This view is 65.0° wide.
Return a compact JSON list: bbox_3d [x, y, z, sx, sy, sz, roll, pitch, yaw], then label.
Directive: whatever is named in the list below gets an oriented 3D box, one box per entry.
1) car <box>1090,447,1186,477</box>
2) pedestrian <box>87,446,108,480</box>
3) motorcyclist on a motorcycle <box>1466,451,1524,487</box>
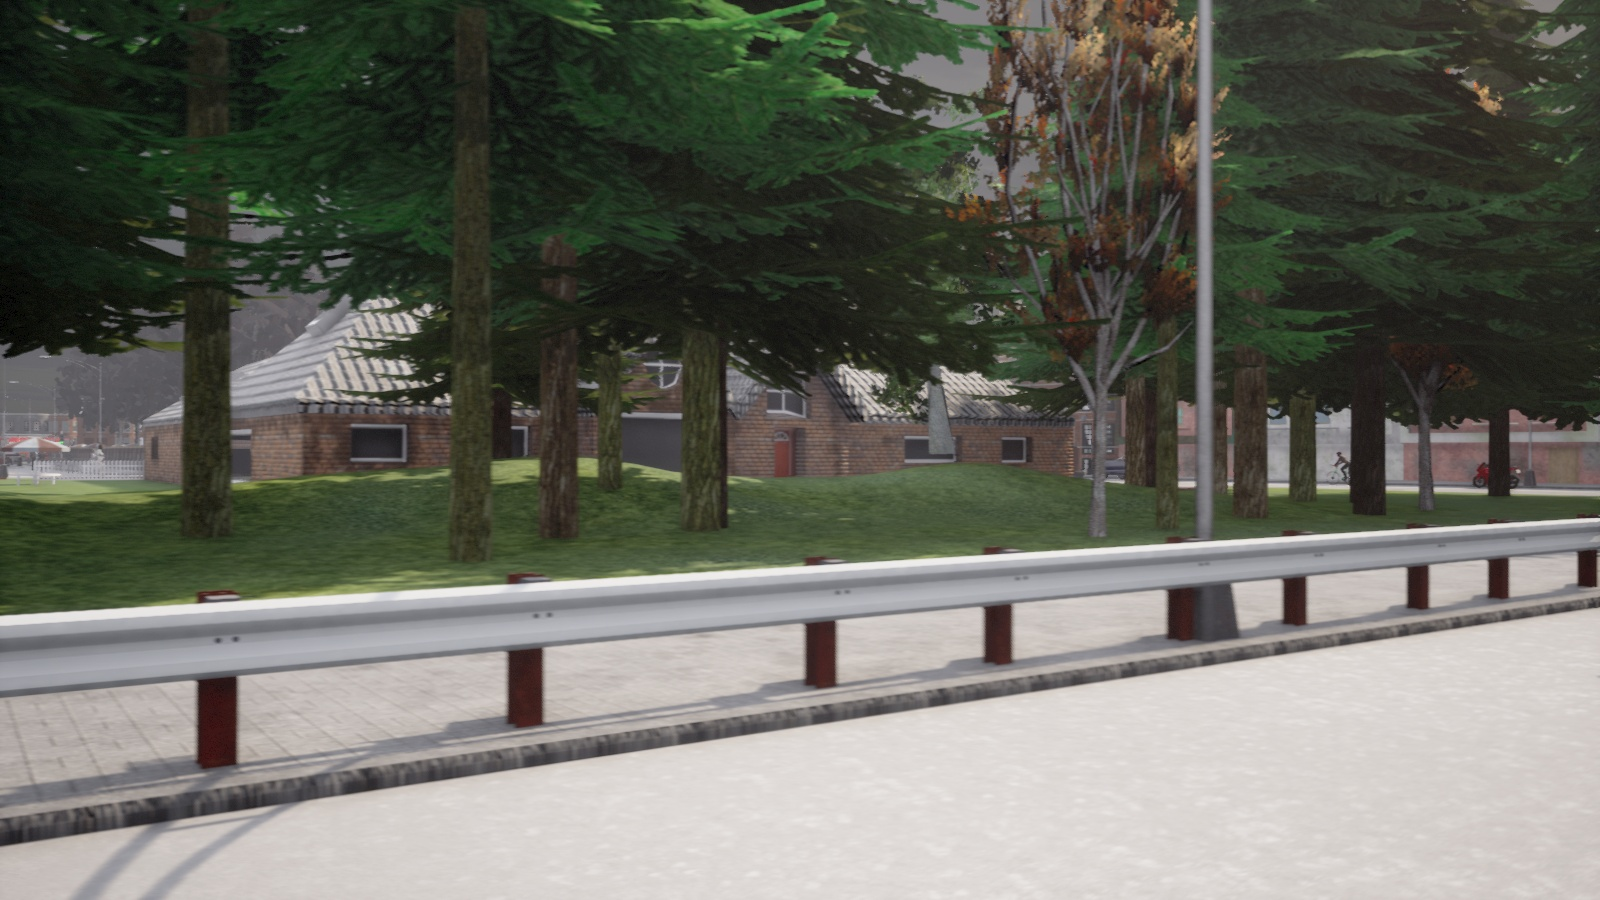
[{"bbox_3d":[18.997,0.658,70.804,2.152,1.651,5.027,0,0,-35],"label":"car"},{"bbox_3d":[-37.841,0.695,67.636,0.900,1.855,0.874,0,0,-37],"label":"pedestrian"},{"bbox_3d":[30.206,0.797,54.583,0.797,1.523,2.044,0,0,-35],"label":"motorcyclist on a motorcycle"}]
